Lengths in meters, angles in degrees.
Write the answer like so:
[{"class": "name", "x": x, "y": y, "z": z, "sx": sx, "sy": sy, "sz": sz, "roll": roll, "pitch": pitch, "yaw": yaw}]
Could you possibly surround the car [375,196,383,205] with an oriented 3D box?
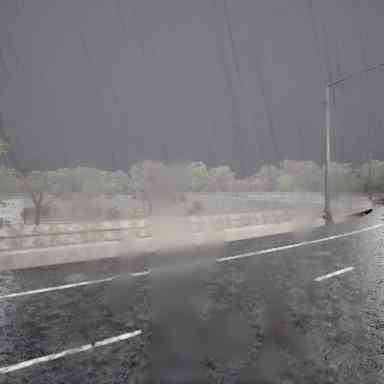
[{"class": "car", "x": 35.960, "y": 1.553, "z": 60.989, "sx": 2.128, "sy": 1.511, "sz": 4.902, "roll": 0, "pitch": 0, "yaw": 15}]
